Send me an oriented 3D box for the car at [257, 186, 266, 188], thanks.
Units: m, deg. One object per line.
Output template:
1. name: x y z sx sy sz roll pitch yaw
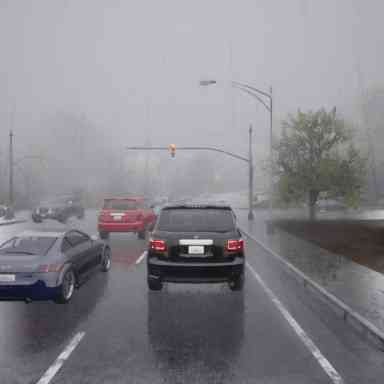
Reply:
1. car: 19.620 -0.763 93.023 2.150 2.045 5.566 0 3 37

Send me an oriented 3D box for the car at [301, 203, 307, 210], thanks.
1. car: 16.072 1.549 41.056 4.902 1.511 2.128 -1 0 3

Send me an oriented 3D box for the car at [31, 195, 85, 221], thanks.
1. car: -10.167 1.286 25.811 2.150 2.045 5.566 0 0 3

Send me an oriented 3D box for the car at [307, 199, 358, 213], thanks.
1. car: 15.967 1.646 37.556 4.718 1.301 1.895 -1 0 3

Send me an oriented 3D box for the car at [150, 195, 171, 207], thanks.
1. car: -5.391 1.467 56.892 2.097 1.767 4.553 0 1 16

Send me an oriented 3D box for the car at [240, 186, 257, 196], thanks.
1. car: 13.942 0.093 84.488 2.097 1.767 4.553 0 3 33

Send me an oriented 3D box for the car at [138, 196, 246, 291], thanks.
1. car: 0.100 1.234 9.215 2.150 2.045 5.566 0 0 0

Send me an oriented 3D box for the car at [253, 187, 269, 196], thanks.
1. car: 17.511 0.264 83.616 1.895 1.301 4.718 0 3 33

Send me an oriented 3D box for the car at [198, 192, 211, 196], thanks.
1. car: 3.027 0.855 79.120 2.128 1.511 4.902 0 3 25

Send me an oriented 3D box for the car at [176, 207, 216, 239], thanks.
1. car: 0.244 1.605 18.443 1.994 1.385 4.181 0 0 2

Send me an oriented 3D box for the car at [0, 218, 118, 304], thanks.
1. car: -3.408 1.574 8.211 1.994 1.385 4.181 0 0 2

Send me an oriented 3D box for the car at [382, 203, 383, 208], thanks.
1. car: 25.866 1.350 40.497 4.892 1.490 1.837 -2 0 3

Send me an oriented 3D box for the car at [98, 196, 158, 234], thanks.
1. car: -3.287 1.260 17.613 2.150 2.045 5.566 0 0 1

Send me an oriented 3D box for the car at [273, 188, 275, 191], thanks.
1. car: 23.217 -0.477 92.003 2.033 1.411 5.357 0 3 37

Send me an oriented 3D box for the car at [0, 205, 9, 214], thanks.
1. car: -22.438 1.741 36.034 4.902 1.511 2.128 -1 0 2
